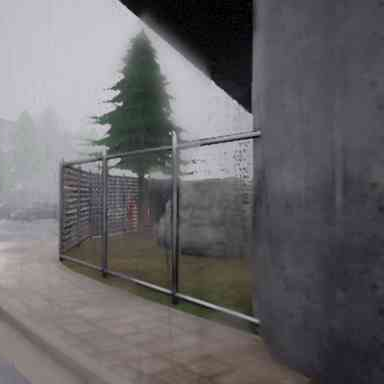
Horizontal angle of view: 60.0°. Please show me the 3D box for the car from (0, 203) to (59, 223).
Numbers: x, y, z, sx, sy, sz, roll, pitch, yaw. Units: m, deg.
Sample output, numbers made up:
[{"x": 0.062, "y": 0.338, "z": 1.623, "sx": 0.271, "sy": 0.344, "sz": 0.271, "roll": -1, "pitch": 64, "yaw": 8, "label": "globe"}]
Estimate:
[{"x": -12.637, "y": 1.658, "z": 27.398, "sx": 2.128, "sy": 1.511, "sz": 4.902, "roll": 0, "pitch": 0, "yaw": 23, "label": "car"}]
